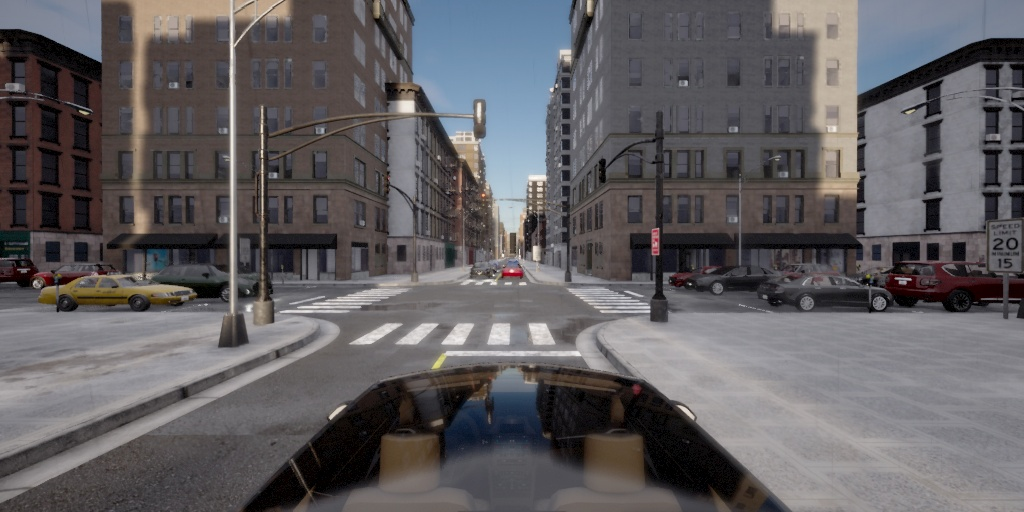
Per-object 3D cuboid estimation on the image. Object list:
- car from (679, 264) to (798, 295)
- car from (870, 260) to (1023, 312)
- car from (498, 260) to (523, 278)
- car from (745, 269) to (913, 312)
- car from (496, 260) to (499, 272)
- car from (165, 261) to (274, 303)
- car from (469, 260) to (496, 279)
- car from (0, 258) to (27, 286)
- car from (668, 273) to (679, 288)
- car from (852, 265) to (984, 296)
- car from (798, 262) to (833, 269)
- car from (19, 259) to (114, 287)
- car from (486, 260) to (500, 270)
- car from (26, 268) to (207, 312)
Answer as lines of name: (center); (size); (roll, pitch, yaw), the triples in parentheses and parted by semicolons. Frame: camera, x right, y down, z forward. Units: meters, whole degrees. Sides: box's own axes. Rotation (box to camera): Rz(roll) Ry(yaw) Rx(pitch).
car: (11.918, 1.253, 19.088); (4.892, 1.490, 1.837); (0, 0, 0)
car: (17.200, 1.091, 13.589); (5.009, 1.841, 2.192); (0, 0, 0)
car: (0.049, 1.319, 34.201); (1.994, 1.385, 4.181); (0, 0, 2)
car: (11.790, 1.325, 13.606); (4.403, 1.370, 2.007); (0, 0, 0)
car: (-2.756, 1.306, 42.800); (2.033, 1.411, 5.357); (0, 0, 0)
car: (-13.492, 1.108, 16.260); (4.553, 1.767, 2.097); (0, 0, -1)
car: (-2.779, 1.260, 33.003); (1.837, 1.490, 4.892); (0, 0, 0)
car: (-32.015, 1.041, 21.769); (5.009, 1.841, 2.192); (0, 0, 0)
car: (11.816, 1.281, 21.631); (4.507, 1.381, 1.888); (0, 0, 0)
car: (21.400, 1.256, 19.061); (4.892, 1.490, 1.837); (0, 0, 0)
car: (17.225, 1.177, 21.614); (4.097, 1.591, 1.967); (0, 0, 0)
car: (-26.353, 1.167, 21.751); (4.097, 1.591, 1.967); (0, 0, 0)
car: (-2.727, 1.289, 52.702); (1.812, 1.442, 4.674); (0, 0, 1)
car: (-14.885, 1.294, 13.690); (4.829, 1.417, 1.751); (0, 0, 0)
